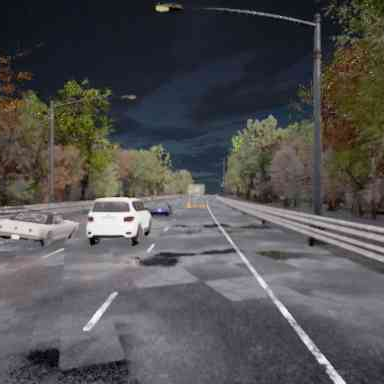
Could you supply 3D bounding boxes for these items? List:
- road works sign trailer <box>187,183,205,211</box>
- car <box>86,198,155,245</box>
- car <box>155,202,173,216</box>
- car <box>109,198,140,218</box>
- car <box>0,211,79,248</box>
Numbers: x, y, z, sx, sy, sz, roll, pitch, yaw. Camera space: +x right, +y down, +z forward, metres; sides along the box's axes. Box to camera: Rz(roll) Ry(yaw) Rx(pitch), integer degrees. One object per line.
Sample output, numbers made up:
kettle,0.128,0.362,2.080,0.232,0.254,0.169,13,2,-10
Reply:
road works sign trailer,0.580,0.633,44.472,2.380,3.560,2.880,0,0,2
car,-3.341,1.288,16.144,2.150,2.045,5.566,0,0,1
car,-3.055,1.697,33.714,1.994,1.385,4.181,0,0,1
car,-6.571,1.483,32.920,2.097,1.767,4.553,0,0,1
car,-6.734,1.563,15.034,1.895,1.301,4.718,7,-3,1
